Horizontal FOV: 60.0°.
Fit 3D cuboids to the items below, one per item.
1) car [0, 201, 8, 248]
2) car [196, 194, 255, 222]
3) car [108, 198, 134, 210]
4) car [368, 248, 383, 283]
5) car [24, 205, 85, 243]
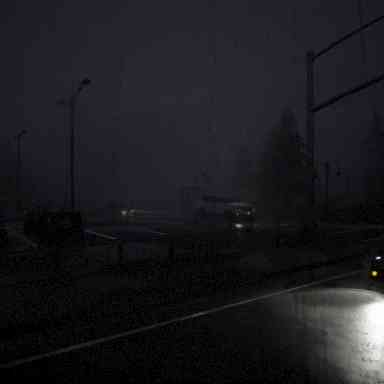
[{"bbox_3d":[-8.901,1.331,13.414,2.152,1.636,5.027,0,0,-36],"label":"car"},{"bbox_3d":[2.562,1.221,26.906,2.150,2.045,5.566,0,0,-36],"label":"car"},{"bbox_3d":[-9.184,1.493,42.862,2.128,1.511,4.902,0,0,-36],"label":"car"},{"bbox_3d":[6.233,1.564,8.256,4.181,1.385,1.994,0,0,-36],"label":"car"},{"bbox_3d":[-6.392,1.340,15.297,2.007,1.523,4.514,0,0,-36],"label":"car"}]
